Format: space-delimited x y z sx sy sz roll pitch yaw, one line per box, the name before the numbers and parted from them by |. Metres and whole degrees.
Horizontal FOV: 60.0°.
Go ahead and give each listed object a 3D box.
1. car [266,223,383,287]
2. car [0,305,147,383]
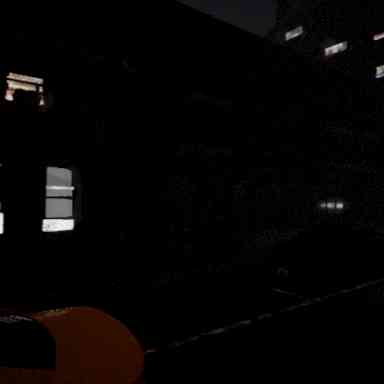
car | 4.007 1.587 9.403 4.313 1.339 1.947 0 1 -35
car | -2.597 1.474 1.524 5.008 1.535 1.882 0 0 -36
